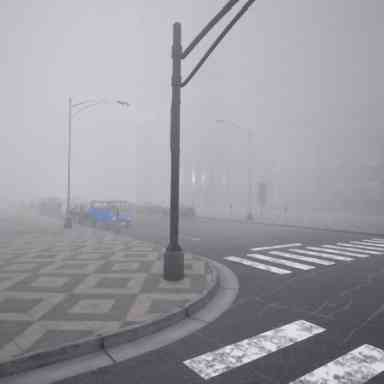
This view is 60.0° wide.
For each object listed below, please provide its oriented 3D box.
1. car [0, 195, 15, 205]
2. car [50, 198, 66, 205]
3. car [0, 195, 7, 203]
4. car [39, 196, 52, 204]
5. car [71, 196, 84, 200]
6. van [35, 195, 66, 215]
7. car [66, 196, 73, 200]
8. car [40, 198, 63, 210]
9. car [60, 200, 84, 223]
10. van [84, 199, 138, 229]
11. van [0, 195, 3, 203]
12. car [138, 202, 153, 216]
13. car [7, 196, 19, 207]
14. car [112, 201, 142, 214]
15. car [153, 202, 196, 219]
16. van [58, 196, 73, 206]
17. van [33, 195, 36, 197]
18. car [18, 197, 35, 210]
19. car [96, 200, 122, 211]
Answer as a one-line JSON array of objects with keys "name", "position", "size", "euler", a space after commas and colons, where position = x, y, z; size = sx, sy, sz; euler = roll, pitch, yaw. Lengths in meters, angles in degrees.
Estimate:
[{"name": "car", "position": [-37.041, 1.730, 66.227], "size": [1.752, 1.417, 4.829], "euler": [1, -1, -35]}, {"name": "car", "position": [-26.971, 1.885, 66.770], "size": [2.008, 1.369, 4.403], "euler": [1, -1, -35]}, {"name": "car", "position": [-43.514, 1.563, 75.392], "size": [2.192, 1.841, 5.009], "euler": [1, -1, -35]}, {"name": "car", "position": [-33.352, 1.817, 75.793], "size": [1.967, 1.590, 4.097], "euler": [1, -1, -35]}, {"name": "car", "position": [-17.399, 1.815, 53.237], "size": [1.887, 1.381, 4.507], "euler": [1, -1, -35]}, {"name": "van", "position": [-14.816, 1.397, 34.785], "size": [1.690, 1.788, 3.998], "euler": [1, -1, -35]}, {"name": "car", "position": [-20.587, 1.606, 57.750], "size": [2.192, 1.841, 5.009], "euler": [1, -1, -35]}, {"name": "car", "position": [-19.707, 1.657, 46.508], "size": [1.837, 1.490, 4.892], "euler": [1, -1, -35]}, {"name": "car", "position": [-8.441, 1.559, 25.759], "size": [1.887, 1.381, 4.507], "euler": [1, -1, -35]}, {"name": "van", "position": [-5.250, 1.335, 21.249], "size": [1.690, 1.788, 3.998], "euler": [1, -1, -35]}, {"name": "van", "position": [-46.703, 1.611, 79.903], "size": [1.690, 1.788, 3.998], "euler": [1, -1, -35]}, {"name": "car", "position": [-4.636, 1.730, 35.192], "size": [1.887, 1.381, 4.507], "euler": [1, -1, -35]}, {"name": "car", "position": [-27.573, 1.692, 52.830], "size": [2.008, 1.369, 4.403], "euler": [1, -1, -35]}, {"name": "car", "position": [-7.827, 1.751, 39.703], "size": [1.887, 1.381, 4.507], "euler": [1, -1, -35]}, {"name": "car", "position": [-1.446, 1.709, 30.682], "size": [1.887, 1.381, 4.507], "euler": [1, -1, -35]}, {"name": "van", "position": [-23.778, 1.654, 62.261], "size": [1.690, 1.788, 3.998], "euler": [1, -1, -35]}, {"name": "van", "position": [-36.541, 1.740, 80.305], "size": [1.690, 1.788, 3.998], "euler": [1, -1, -35]}, {"name": "car", "position": [-21.196, 1.680, 43.806], "size": [1.802, 1.307, 4.206], "euler": [1, -1, -35]}, {"name": "car", "position": [-11.115, 1.754, 44.353], "size": [1.752, 1.417, 4.829], "euler": [1, -1, -35]}]
